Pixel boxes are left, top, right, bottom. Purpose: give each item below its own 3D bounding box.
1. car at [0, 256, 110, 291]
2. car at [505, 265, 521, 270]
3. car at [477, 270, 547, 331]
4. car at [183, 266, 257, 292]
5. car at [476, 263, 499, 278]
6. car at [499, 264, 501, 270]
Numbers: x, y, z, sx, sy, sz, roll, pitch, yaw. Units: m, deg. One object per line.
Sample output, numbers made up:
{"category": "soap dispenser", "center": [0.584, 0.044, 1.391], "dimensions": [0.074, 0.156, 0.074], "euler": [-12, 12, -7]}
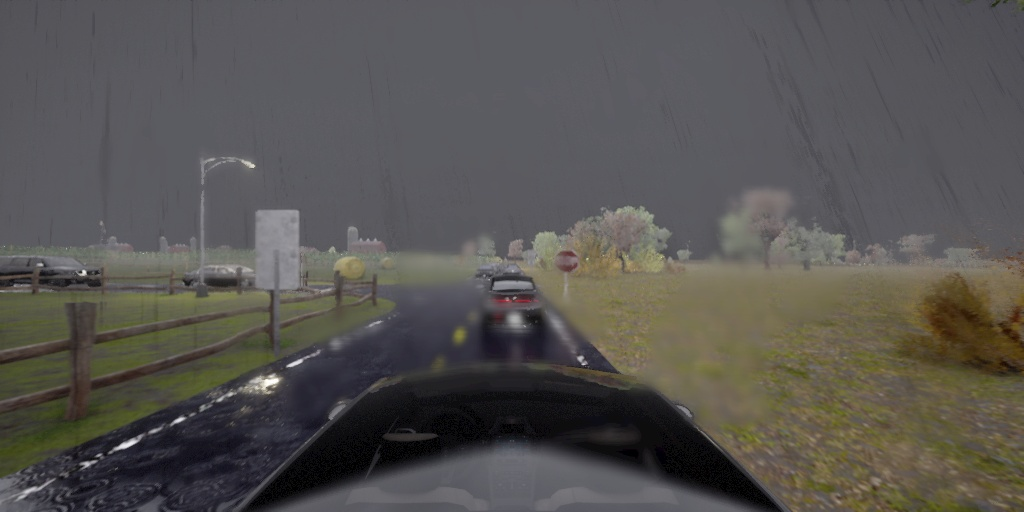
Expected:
{"category": "car", "center": [-28.183, 1.010, 21.891], "dimensions": [5.566, 2.045, 2.150], "euler": [0, 0, 0]}
{"category": "car", "center": [0.115, 1.761, 43.804], "dimensions": [1.994, 1.385, 4.181], "euler": [0, -1, 0]}
{"category": "car", "center": [-0.032, 1.354, 11.421], "dimensions": [1.837, 1.490, 4.892], "euler": [0, 0, -3]}
{"category": "car", "center": [-17.224, 1.357, 21.999], "dimensions": [4.902, 1.511, 2.128], "euler": [0, 0, 0]}
{"category": "car", "center": [-2.823, 1.695, 39.343], "dimensions": [2.033, 1.411, 5.357], "euler": [0, -1, 0]}
{"category": "car", "center": [-2.804, 1.753, 49.532], "dimensions": [2.128, 1.511, 4.902], "euler": [0, -1, 0]}
